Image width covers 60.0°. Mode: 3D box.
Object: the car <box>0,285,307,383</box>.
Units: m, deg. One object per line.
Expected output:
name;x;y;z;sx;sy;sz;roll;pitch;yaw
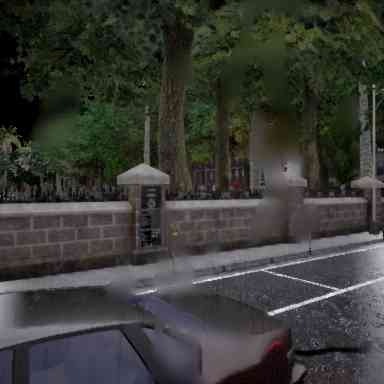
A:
car;-1.466;1.547;2.333;5.357;1.411;2.033;0;0;-36
